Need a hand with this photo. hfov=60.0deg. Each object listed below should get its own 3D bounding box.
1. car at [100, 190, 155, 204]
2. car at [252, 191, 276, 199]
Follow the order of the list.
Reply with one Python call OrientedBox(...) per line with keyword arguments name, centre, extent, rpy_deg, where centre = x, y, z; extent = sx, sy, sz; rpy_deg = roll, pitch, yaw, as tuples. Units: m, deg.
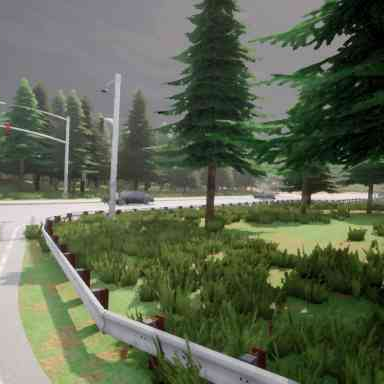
OrientedBox(name="car", centre=(-5.834, 0.540, 31.037), extent=(2.033, 1.411, 5.357), rpy_deg=(5, 3, 39))
OrientedBox(name="car", centre=(11.582, 0.521, 52.952), extent=(2.033, 1.411, 5.357), rpy_deg=(5, 3, 37))
